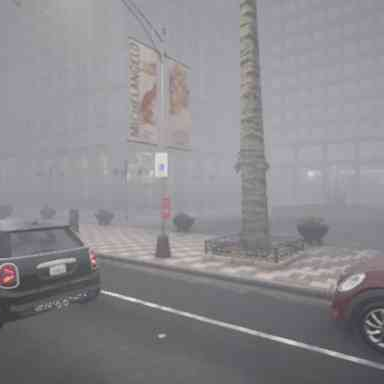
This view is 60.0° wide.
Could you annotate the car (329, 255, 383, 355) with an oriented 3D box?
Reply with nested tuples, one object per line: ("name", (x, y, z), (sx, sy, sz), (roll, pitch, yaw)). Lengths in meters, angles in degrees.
("car", (4.378, 1.355, 4.552), (4.553, 1.767, 2.185), (0, 0, 36))

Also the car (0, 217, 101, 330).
("car", (-4.001, 1.348, 6.922), (4.553, 1.767, 2.097), (0, 0, 36))
